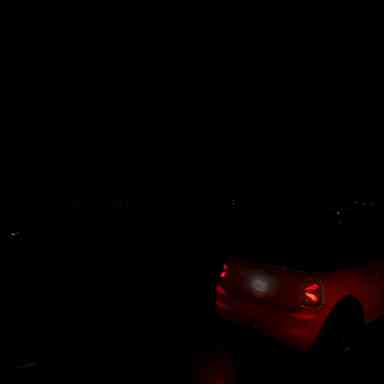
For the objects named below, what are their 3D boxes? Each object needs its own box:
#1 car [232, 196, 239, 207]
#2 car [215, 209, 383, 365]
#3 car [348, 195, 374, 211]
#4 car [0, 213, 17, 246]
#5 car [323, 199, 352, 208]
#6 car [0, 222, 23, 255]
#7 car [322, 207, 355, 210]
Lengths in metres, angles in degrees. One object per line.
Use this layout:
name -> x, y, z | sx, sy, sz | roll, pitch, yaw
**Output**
car -> 7.511, 1.322, 51.719 | 2.097, 1.767, 4.553 | 0, 0, 13
car -> 2.592, 1.370, 6.174 | 4.553, 1.767, 2.097 | 0, 0, -40
car -> 18.260, 1.325, 36.626 | 2.150, 2.045, 5.566 | 0, 0, 14
car -> -10.084, 1.655, 13.917 | 4.718, 1.301, 1.895 | 0, 0, -34
car -> 13.269, 1.615, 30.945 | 1.812, 1.442, 4.674 | 0, 0, 16
car -> -8.253, 1.569, 11.055 | 4.674, 1.442, 1.812 | 0, 0, -34
car -> 4.904, 1.566, 13.495 | 1.812, 1.442, 4.674 | 0, 0, 40
